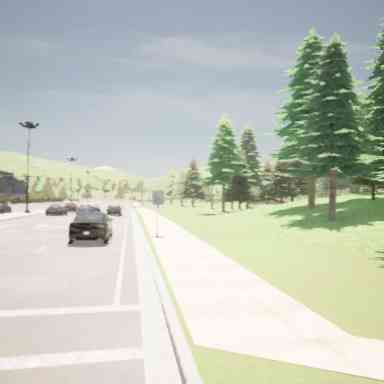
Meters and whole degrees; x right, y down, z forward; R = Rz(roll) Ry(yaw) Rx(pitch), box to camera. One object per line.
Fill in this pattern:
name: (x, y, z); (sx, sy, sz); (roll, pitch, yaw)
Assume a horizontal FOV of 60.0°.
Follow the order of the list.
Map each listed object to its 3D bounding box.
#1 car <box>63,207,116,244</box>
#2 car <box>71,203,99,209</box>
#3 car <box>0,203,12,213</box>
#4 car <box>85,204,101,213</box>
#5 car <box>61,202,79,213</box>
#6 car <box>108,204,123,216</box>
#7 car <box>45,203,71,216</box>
car: (-5.345, 1.807, 17.885); (1.882, 1.535, 5.008); (1, -1, -10)
car: (-13.485, 2.290, 42.079); (2.033, 1.411, 5.357); (1, -1, -10)
car: (-25.669, 2.144, 44.389); (1.994, 1.385, 4.181); (1, -1, -11)
car: (-15.306, 2.530, 51.487); (1.895, 1.301, 4.718); (1, -1, -11)
car: (-18.856, 2.387, 51.438); (1.812, 1.442, 4.674); (1, -1, -11)
car: (-10.229, 2.336, 43.743); (2.128, 1.511, 4.902); (1, -1, -10)
car: (-16.958, 2.231, 41.626); (1.994, 1.385, 4.181); (1, -1, -10)
